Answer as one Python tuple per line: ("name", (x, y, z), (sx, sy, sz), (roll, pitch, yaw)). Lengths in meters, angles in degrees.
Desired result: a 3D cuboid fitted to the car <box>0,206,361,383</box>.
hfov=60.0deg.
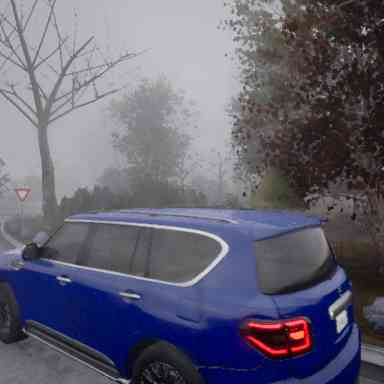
("car", (-0.758, 1.226, 4.630), (5.566, 2.045, 2.150), (0, 0, 39))
